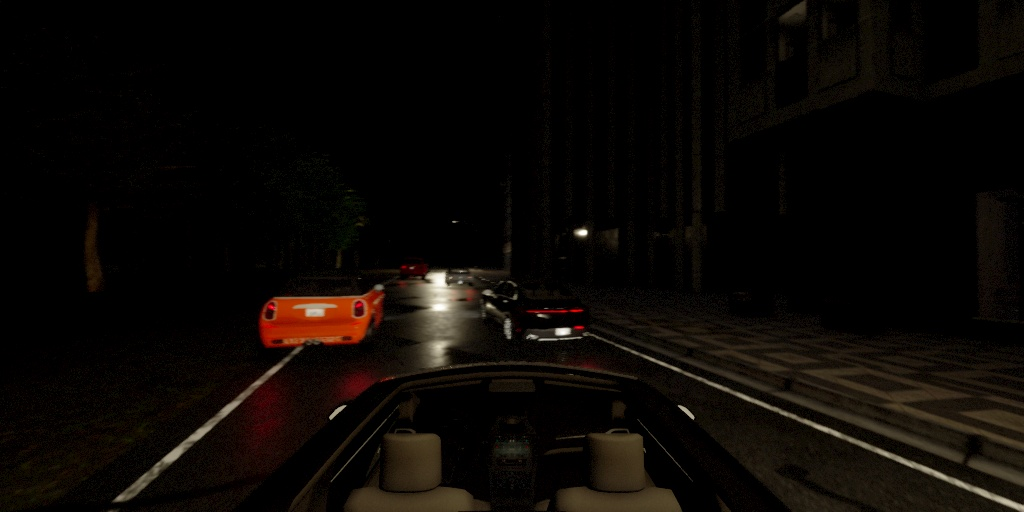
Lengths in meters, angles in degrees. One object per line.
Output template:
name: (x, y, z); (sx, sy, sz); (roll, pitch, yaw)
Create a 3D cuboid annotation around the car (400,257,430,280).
car: (-9.313, 1.164, 34.262); (2.150, 2.045, 5.566); (1, 0, -10)

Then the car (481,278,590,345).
car: (0.401, 1.355, 9.935); (1.837, 1.490, 4.892); (1, 0, -16)

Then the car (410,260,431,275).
car: (-11.434, 1.347, 44.941); (2.097, 1.767, 4.553); (1, -1, -9)

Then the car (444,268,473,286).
car: (-4.139, 1.556, 27.366); (1.895, 1.301, 4.718); (1, 0, -13)

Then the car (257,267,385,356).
car: (-4.396, 1.127, 8.987); (2.097, 1.767, 4.553); (1, -1, -16)
